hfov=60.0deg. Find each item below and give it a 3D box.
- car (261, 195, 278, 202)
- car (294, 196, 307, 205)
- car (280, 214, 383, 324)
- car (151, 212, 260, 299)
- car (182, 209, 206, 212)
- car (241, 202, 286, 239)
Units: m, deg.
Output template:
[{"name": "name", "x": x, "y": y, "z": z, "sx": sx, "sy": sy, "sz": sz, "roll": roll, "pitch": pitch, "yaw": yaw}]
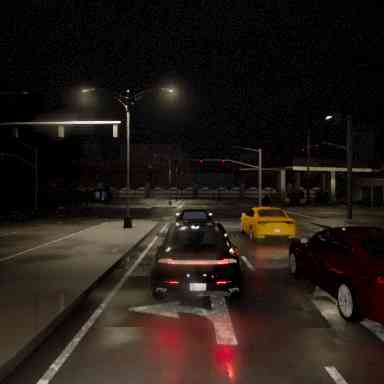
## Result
[{"name": "car", "x": 13.240, "y": 1.295, "z": 56.738, "sx": 2.242, "sy": 1.667, "sz": 4.611, "roll": 0, "pitch": 0, "yaw": 0}, {"name": "car", "x": 18.986, "y": 1.456, "z": 57.497, "sx": 1.970, "sy": 1.475, "sz": 3.806, "roll": 0, "pitch": 0, "yaw": 0}, {"name": "car", "x": 3.603, "y": 1.478, "z": 7.238, "sx": 1.882, "sy": 1.535, "sz": 5.008, "roll": 0, "pitch": 0, "yaw": 0}, {"name": "car", "x": 0.104, "y": 1.492, "z": 8.399, "sx": 2.128, "sy": 1.511, "sz": 4.902, "roll": 0, "pitch": 0, "yaw": 0}, {"name": "car", "x": 0.111, "y": 1.564, "z": 17.168, "sx": 1.994, "sy": 1.385, "sz": 4.181, "roll": 0, "pitch": 0, "yaw": -1}, {"name": "car", "x": 3.610, "y": 1.478, "z": 16.490, "sx": 1.882, "sy": 1.535, "sz": 5.008, "roll": 0, "pitch": 0, "yaw": 0}]
